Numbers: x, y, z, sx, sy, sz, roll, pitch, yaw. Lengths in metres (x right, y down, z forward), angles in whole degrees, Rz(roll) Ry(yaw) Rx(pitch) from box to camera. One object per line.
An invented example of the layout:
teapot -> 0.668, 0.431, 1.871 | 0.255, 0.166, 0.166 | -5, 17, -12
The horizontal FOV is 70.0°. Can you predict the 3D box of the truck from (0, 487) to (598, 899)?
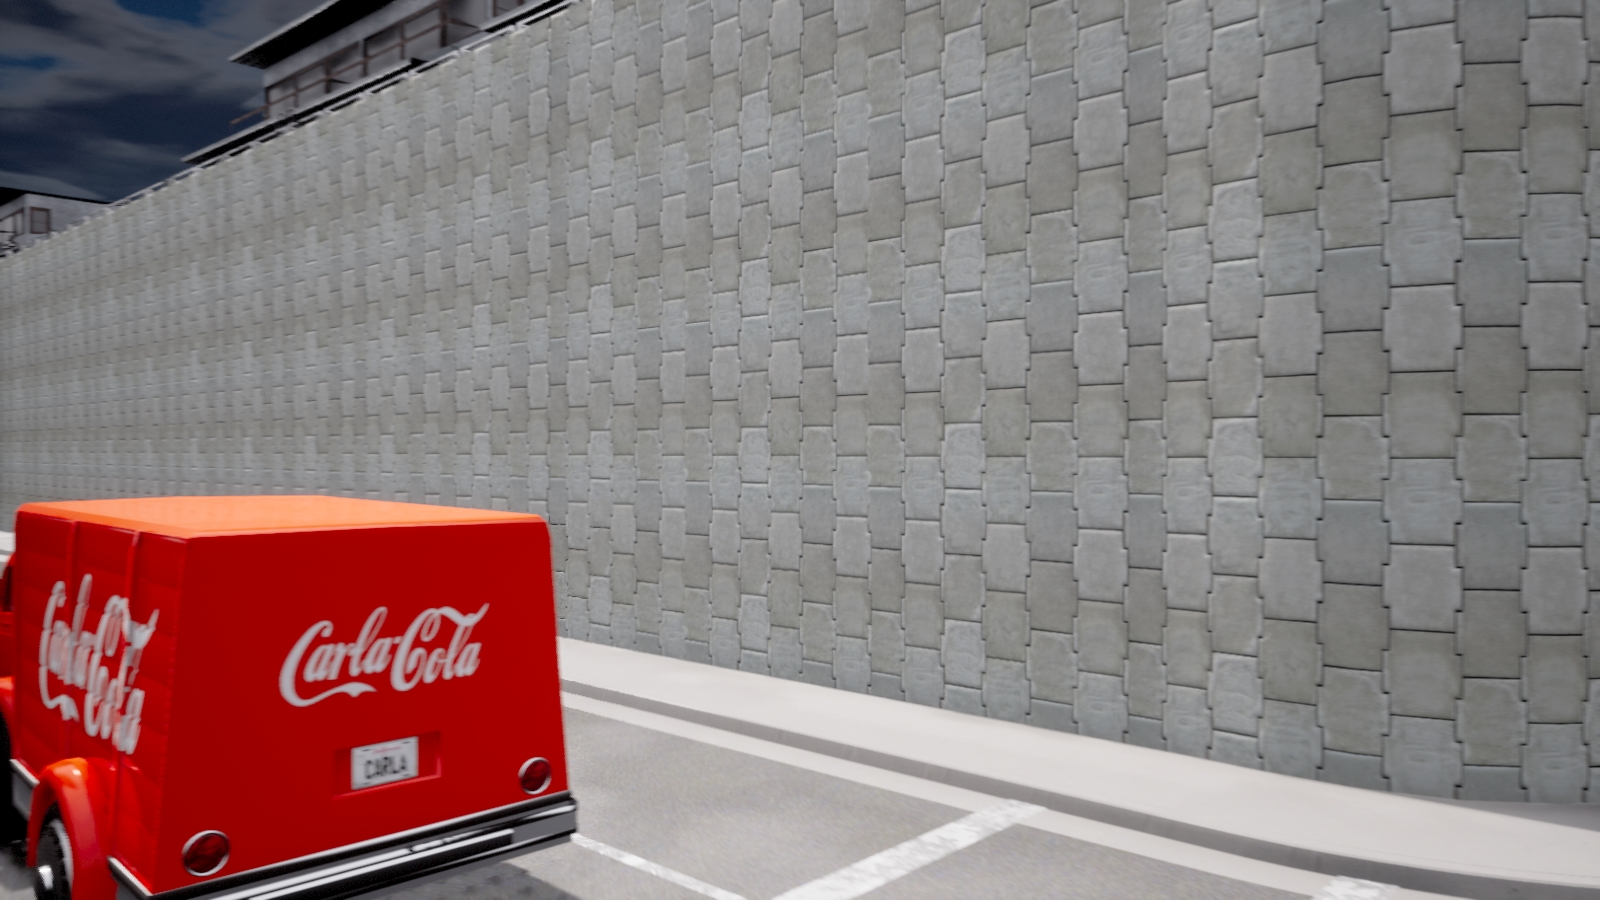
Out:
truck -> -4.025, 1.574, 7.897 | 5.204, 2.467, 2.627 | 0, 0, 44
